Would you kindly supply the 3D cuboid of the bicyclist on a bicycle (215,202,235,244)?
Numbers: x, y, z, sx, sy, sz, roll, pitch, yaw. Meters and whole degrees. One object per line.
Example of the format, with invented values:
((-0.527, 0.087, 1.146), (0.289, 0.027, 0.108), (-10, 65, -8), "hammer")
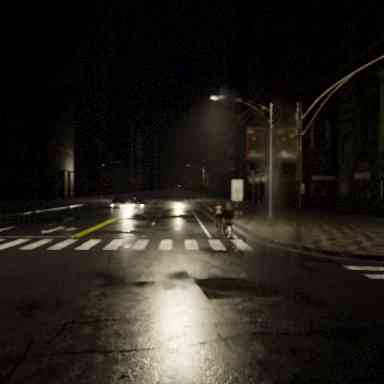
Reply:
((1.581, 1.342, 14.867), (0.659, 1.776, 1.843), (1, 0, -3), "bicyclist on a bicycle")

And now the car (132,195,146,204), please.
((-8.839, 1.215, 55.898), (1.837, 1.490, 4.892), (1, 0, -2), "car")

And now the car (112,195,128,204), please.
((-12.087, 1.206, 55.767), (1.812, 1.442, 4.674), (1, 0, -2), "car")
